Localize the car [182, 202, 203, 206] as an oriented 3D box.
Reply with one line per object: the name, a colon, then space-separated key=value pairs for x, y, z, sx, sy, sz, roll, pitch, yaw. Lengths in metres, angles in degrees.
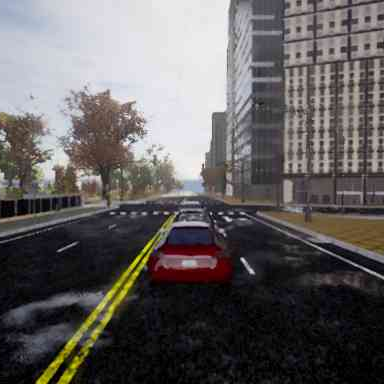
car: x=0.012 y=1.384 z=22.670 sx=2.033 sy=1.411 sz=5.357 roll=0 pitch=0 yaw=0

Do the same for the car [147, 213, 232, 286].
car: x=-0.015 y=1.495 z=9.182 sx=1.994 sy=1.385 sz=4.181 roll=0 pitch=0 yaw=1

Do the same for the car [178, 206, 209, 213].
car: x=0.087 y=1.495 z=14.430 sx=1.895 sy=1.301 sz=4.718 roll=0 pitch=0 yaw=0
